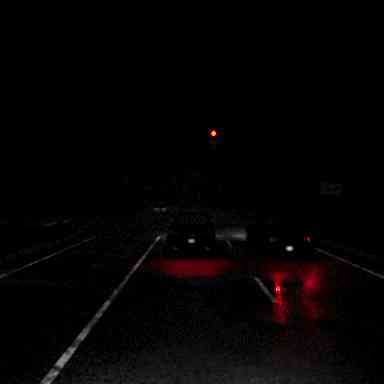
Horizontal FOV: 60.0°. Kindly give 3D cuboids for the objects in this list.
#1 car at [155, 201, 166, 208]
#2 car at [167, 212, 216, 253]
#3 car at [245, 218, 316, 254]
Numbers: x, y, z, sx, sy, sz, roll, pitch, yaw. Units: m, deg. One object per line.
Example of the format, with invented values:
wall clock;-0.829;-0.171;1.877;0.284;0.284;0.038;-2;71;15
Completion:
car;-7.026;2.788;73.177;1.812;1.442;4.674;0;-2;-13
car;-0.006;1.623;14.459;1.882;1.535;5.008;0;0;0
car;3.488;1.743;14.094;1.895;1.301;4.718;0;-1;0
